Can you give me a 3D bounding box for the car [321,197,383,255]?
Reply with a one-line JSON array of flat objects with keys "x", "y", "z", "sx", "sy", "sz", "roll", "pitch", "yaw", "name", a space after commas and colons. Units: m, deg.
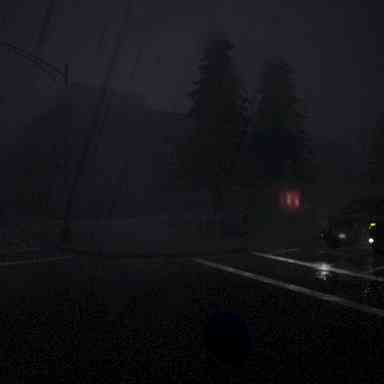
[{"x": 7.682, "y": 1.248, "z": 13.754, "sx": 5.566, "sy": 2.045, "sz": 2.150, "roll": 0, "pitch": 0, "yaw": -37, "name": "car"}]
